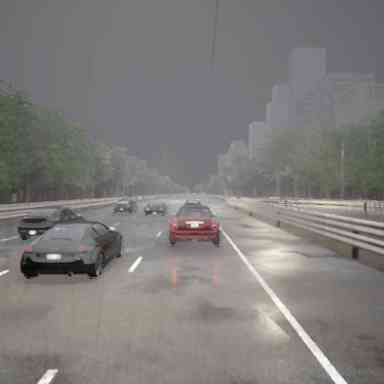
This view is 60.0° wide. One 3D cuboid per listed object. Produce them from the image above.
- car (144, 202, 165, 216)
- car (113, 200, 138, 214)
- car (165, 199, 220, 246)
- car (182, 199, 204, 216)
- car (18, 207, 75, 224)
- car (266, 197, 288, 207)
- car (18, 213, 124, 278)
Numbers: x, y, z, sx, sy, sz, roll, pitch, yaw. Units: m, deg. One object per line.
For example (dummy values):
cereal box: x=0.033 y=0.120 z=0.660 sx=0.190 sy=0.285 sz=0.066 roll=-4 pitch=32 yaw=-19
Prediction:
car: x=-3.389 y=1.593 z=32.304 sx=1.895 sy=1.301 sz=4.718 roll=0 pitch=0 yaw=0
car: x=-6.893 y=1.518 z=34.801 sx=1.812 sy=1.442 sz=4.674 roll=0 pitch=0 yaw=0
car: x=0.106 y=1.349 z=15.315 sx=2.097 sy=1.767 sz=4.553 roll=0 pitch=0 yaw=0
car: x=0.106 y=1.484 z=33.636 sx=2.128 sy=1.511 sz=4.902 roll=0 pitch=0 yaw=0
car: x=-6.894 y=1.501 z=16.805 sx=1.837 sy=1.490 sz=4.892 roll=0 pitch=0 yaw=0
car: x=12.802 y=1.574 z=51.744 sx=2.128 sy=1.511 sz=4.902 roll=0 pitch=0 yaw=-28
car: x=-3.396 y=1.562 z=10.186 sx=1.994 sy=1.385 sz=4.181 roll=0 pitch=0 yaw=0
